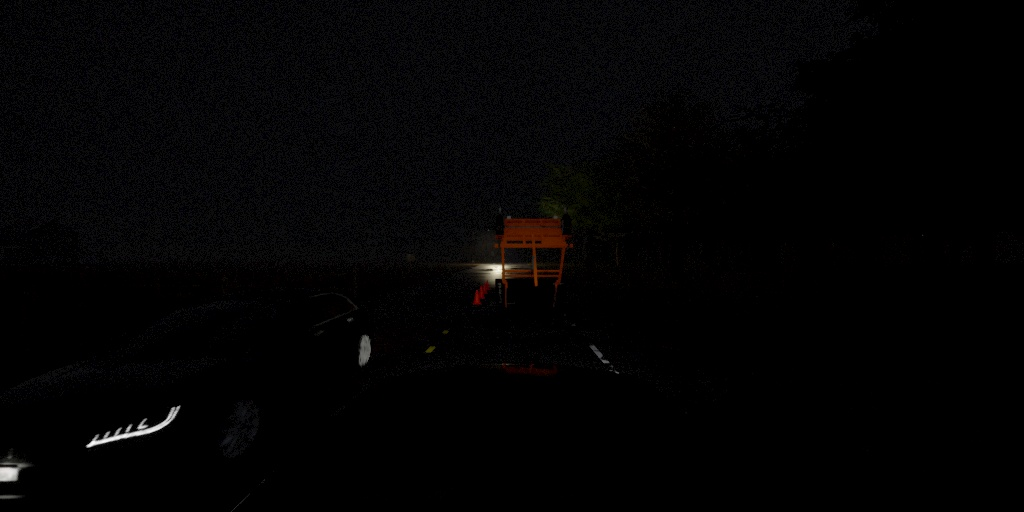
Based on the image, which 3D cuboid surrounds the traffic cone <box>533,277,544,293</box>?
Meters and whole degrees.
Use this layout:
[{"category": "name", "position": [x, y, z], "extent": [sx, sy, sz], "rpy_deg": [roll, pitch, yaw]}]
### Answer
[{"category": "traffic cone", "position": [1.557, 1.688, 20.888], "extent": [0.340, 0.580, 0.340], "rpy_deg": [0, 0, 0]}]

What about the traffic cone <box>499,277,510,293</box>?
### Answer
[{"category": "traffic cone", "position": [-0.441, 1.688, 20.893], "extent": [0.340, 0.580, 0.340], "rpy_deg": [0, 0, 0]}]

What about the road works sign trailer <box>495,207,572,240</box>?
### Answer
[{"category": "road works sign trailer", "position": [0.635, -2.366, 10.103], "extent": [2.380, 3.560, 2.880], "rpy_deg": [0, 0, 0]}]

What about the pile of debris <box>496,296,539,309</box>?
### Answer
[{"category": "pile of debris", "position": [0.031, 1.904, 14.898], "extent": [1.860, 0.140, 1.500], "rpy_deg": [0, 0, 0]}]

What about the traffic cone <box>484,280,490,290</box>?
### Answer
[{"category": "traffic cone", "position": [-1.445, 1.690, 18.895], "extent": [0.340, 0.580, 0.340], "rpy_deg": [0, 0, 0]}]

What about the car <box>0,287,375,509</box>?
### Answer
[{"category": "car", "position": [-3.489, 1.252, 4.899], "extent": [1.837, 1.490, 4.892], "rpy_deg": [0, 0, 0]}]

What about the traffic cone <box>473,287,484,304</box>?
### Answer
[{"category": "traffic cone", "position": [-1.453, 1.694, 14.895], "extent": [0.340, 0.580, 0.340], "rpy_deg": [0, 0, 0]}]

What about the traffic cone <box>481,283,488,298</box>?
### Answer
[{"category": "traffic cone", "position": [-1.449, 1.692, 16.895], "extent": [0.340, 0.580, 0.340], "rpy_deg": [0, 0, 0]}]

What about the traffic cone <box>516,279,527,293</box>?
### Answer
[{"category": "traffic cone", "position": [0.558, 1.688, 20.890], "extent": [0.340, 0.580, 0.340], "rpy_deg": [0, 0, 0]}]
